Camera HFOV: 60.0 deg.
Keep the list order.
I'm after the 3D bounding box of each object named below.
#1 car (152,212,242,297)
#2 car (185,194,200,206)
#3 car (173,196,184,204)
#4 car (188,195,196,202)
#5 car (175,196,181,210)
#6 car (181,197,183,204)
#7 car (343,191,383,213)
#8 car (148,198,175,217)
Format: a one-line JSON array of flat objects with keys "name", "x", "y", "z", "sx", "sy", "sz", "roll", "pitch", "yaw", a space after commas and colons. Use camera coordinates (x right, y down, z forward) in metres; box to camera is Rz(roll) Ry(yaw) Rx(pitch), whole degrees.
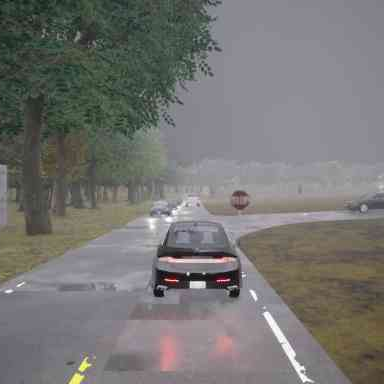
[{"name": "car", "x": 0.092, "y": 1.490, "z": 8.534, "sx": 2.128, "sy": 1.511, "sz": 4.902, "roll": 0, "pitch": 0, "yaw": 0}, {"name": "car", "x": 0.082, "y": 1.268, "z": 55.142, "sx": 2.150, "sy": 2.045, "sz": 5.566, "roll": 0, "pitch": 0, "yaw": 0}, {"name": "car", "x": -2.775, "y": 1.616, "z": 68.057, "sx": 2.033, "sy": 1.411, "sz": 5.357, "roll": 0, "pitch": 0, "yaw": 0}, {"name": "car", "x": -0.018, "y": 1.555, "z": 80.391, "sx": 1.882, "sy": 1.535, "sz": 5.008, "roll": 0, "pitch": 0, "yaw": 0}, {"name": "car", "x": -2.851, "y": 1.531, "z": 43.434, "sx": 1.837, "sy": 1.490, "sz": 4.892, "roll": 0, "pitch": 0, "yaw": 0}, {"name": "car", "x": -2.815, "y": 1.649, "z": 56.153, "sx": 1.895, "sy": 1.301, "sz": 4.718, "roll": 0, "pitch": 0, "yaw": 0}, {"name": "car", "x": 14.204, "y": 0.722, "z": 25.521, "sx": 4.892, "sy": 1.490, "sz": 1.837, "roll": -3, "pitch": 1, "yaw": 1}, {"name": "car", "x": -2.861, "y": 1.533, "z": 31.160, "sx": 1.812, "sy": 1.442, "sz": 4.674, "roll": 0, "pitch": 0, "yaw": 0}]
